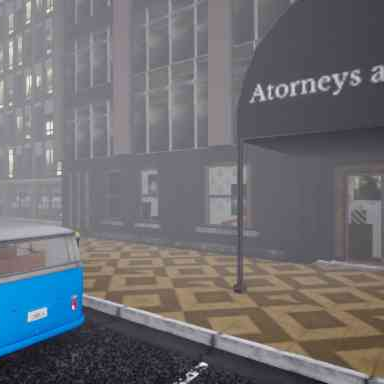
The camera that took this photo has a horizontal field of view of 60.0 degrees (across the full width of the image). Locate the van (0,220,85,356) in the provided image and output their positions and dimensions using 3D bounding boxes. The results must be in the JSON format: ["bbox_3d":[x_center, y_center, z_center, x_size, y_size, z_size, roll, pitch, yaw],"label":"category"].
[{"bbox_3d":[-3.497,1.341,5.359,3.998,1.788,1.690,0,0,35],"label":"van"}]
